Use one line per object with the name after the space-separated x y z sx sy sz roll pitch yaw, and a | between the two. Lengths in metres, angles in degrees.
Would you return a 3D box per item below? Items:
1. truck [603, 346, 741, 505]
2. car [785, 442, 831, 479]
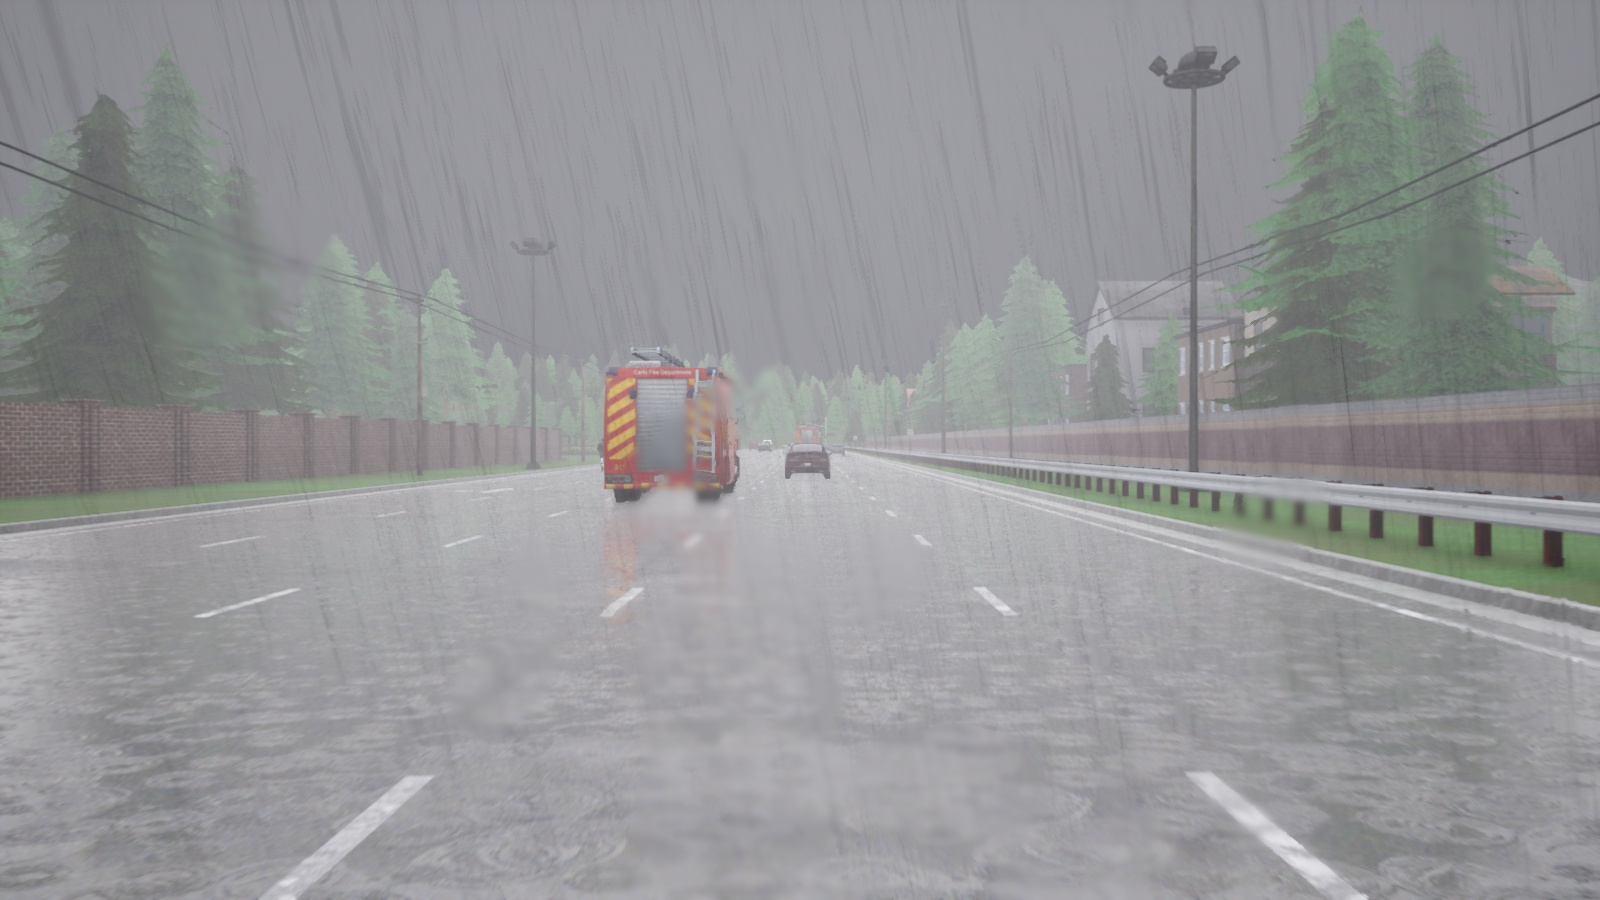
-3.287 -0.615 34.508 2.891 3.827 8.468 0 0 0 | truck
0.323 0.421 53.924 1.882 1.535 5.008 0 0 0 | car
